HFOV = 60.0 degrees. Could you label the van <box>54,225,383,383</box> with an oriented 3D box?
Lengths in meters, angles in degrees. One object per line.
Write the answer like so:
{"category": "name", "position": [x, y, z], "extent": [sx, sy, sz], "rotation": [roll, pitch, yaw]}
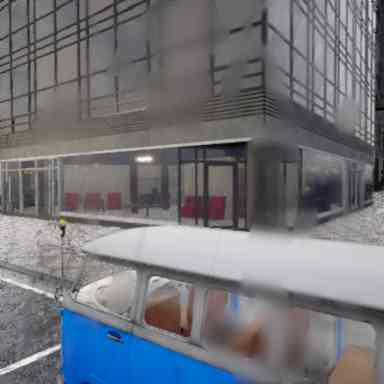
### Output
{"category": "van", "position": [0.604, 1.257, 2.575], "extent": [3.998, 1.788, 1.690], "rotation": [1, 2, 36]}
